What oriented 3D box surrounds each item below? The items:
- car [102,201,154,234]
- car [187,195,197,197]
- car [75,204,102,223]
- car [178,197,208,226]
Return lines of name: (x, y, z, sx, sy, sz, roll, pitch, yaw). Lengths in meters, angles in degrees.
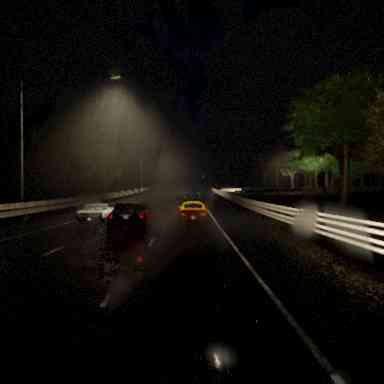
car: (-3.424, 1.320, 19.306, 2.097, 1.767, 4.553, 0, 0, 0)
car: (0.050, 1.085, 41.198, 1.994, 1.385, 4.181, 0, 2, 0)
car: (-6.931, 1.512, 24.633, 1.895, 1.301, 4.718, 0, 1, 0)
car: (0.071, 1.408, 23.102, 1.882, 1.535, 5.008, 0, 1, 0)
